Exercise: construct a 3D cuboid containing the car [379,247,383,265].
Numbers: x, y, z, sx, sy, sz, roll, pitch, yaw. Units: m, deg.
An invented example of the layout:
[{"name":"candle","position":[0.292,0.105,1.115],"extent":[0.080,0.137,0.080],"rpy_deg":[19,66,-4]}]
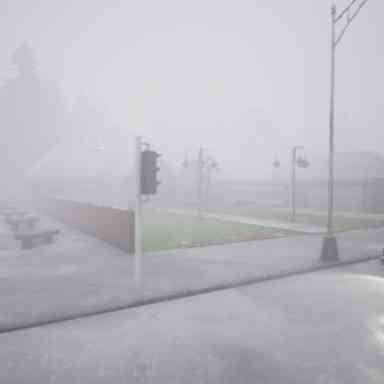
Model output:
[{"name":"car","position":[7.528,1.431,9.289],"extent":[5.357,1.411,2.033],"rpy_deg":[0,1,-32]}]
